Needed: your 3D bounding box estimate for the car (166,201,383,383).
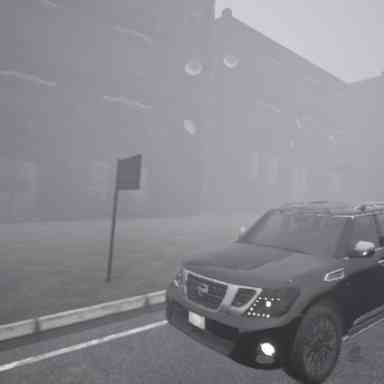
[{"bbox_3d":[2.256,1.209,5.757,5.566,2.045,2.150,0,0,-37],"label":"car"}]
